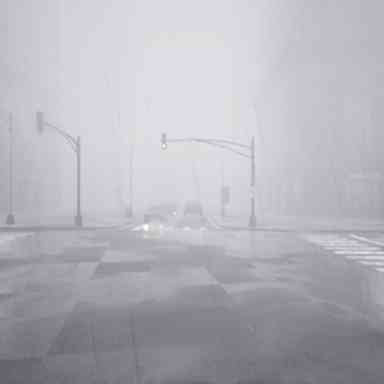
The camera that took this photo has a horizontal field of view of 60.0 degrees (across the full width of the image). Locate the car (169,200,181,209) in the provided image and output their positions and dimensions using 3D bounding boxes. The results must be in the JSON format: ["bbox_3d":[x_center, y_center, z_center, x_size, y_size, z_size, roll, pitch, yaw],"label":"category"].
[{"bbox_3d":[-2.995,2.221,60.121,1.882,1.535,5.008,0,-1,1],"label":"car"}]

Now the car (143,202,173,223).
[{"bbox_3d":[-3.085,1.912,29.475,2.033,1.411,5.357,0,-1,0],"label":"car"}]

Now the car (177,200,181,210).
[{"bbox_3d":[-3.054,2.177,49.629,1.994,1.385,4.181,0,-1,1],"label":"car"}]

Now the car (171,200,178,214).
[{"bbox_3d":[-3.079,2.036,39.547,2.033,1.411,5.357,0,-1,0],"label":"car"}]

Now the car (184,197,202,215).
[{"bbox_3d":[0.107,1.854,40.641,2.097,1.767,4.553,0,-1,0],"label":"car"}]

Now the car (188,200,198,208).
[{"bbox_3d":[0.158,2.360,64.331,1.994,1.385,4.181,0,-1,0],"label":"car"}]
